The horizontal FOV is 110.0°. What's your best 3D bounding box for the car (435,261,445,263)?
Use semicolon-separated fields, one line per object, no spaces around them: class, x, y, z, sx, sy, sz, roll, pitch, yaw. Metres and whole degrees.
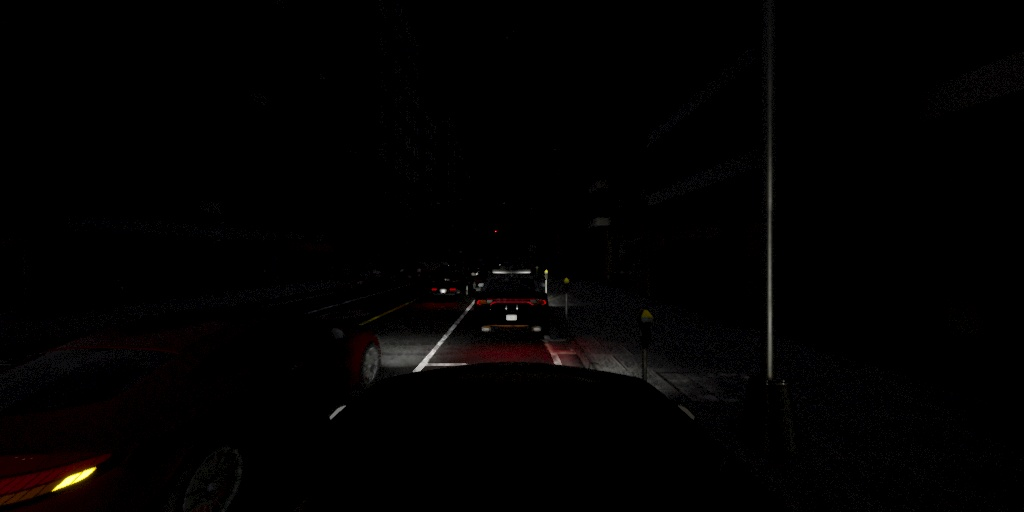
car;-8.408;1.275;36.773;1.751;1.417;4.829;0;0;0

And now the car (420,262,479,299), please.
car;-2.996;1.257;18.173;1.837;1.490;4.892;0;1;1

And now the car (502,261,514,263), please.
car;-0.383;1.300;25.913;2.007;1.370;4.403;0;0;0

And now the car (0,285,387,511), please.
car;-3.021;1.275;3.855;1.812;1.442;4.674;0;0;0

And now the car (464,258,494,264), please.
car;-2.997;1.257;33.181;1.837;1.490;4.892;0;1;1

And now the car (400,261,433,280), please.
car;-8.408;1.190;31.425;1.967;1.591;4.097;0;0;0

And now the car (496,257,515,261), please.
car;-0.383;1.190;36.951;1.967;1.591;4.097;0;0;0

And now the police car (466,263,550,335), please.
police car;-0.012;1.175;10.610;1.930;1.638;5.238;0;0;0

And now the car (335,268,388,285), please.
car;-8.408;1.332;20.388;1.802;1.307;4.207;0;0;0
